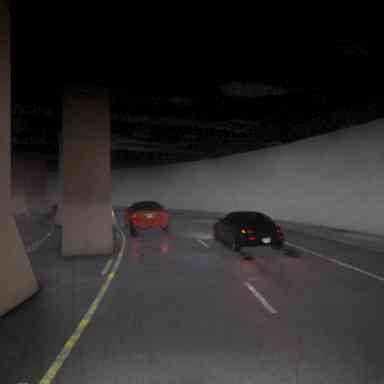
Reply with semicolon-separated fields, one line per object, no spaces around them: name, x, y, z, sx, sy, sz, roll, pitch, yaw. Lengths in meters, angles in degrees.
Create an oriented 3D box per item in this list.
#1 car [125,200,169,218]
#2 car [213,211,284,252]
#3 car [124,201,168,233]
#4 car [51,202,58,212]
car;-4.351;1.523;31.484;2.033;1.411;5.357;0;0;-33
car;2.191;1.497;13.757;1.812;1.442;4.674;0;0;-10
car;-2.865;1.337;19.924;2.097;1.767;4.553;0;0;-16
car;-14.111;1.537;37.473;4.674;1.442;1.812;0;0;43
